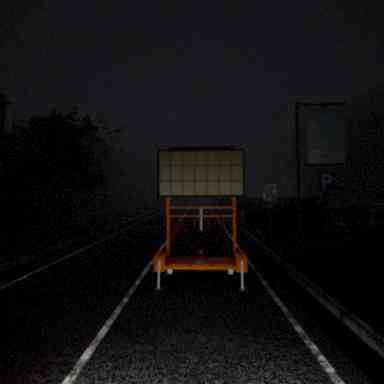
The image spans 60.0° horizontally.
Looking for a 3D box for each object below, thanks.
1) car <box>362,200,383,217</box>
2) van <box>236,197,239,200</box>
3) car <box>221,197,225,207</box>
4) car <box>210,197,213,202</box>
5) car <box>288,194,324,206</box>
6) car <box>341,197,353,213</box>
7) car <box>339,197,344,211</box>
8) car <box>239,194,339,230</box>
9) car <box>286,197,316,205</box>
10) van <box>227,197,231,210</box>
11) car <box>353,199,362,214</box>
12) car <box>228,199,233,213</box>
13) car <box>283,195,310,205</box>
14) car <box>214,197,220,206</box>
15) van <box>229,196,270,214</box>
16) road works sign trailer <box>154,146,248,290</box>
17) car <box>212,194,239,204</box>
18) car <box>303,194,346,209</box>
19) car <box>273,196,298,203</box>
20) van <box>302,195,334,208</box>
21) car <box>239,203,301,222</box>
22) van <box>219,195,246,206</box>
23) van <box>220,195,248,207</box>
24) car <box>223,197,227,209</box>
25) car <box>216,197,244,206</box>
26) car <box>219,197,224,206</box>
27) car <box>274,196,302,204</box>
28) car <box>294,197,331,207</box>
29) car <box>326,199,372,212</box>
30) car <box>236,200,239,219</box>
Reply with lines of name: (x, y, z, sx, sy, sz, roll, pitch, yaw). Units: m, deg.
car: (19.466, 1.353, 30.869, 5.566, 2.045, 2.435, 0, 0, 1)
van: (6.519, 1.439, 30.336, 4.442, 1.987, 1.878, 0, 0, 1)
car: (6.678, 1.771, 44.357, 4.674, 1.452, 2.002, 0, 0, 1)
car: (7.146, 1.454, 69.585, 5.566, 2.045, 2.435, 0, 0, 1)
car: (20.070, 1.404, 58.624, 5.566, 2.045, 2.435, 0, 0, 1)
car: (19.600, 1.637, 36.418, 5.008, 1.535, 2.097, 0, 0, 1)
car: (19.845, 1.645, 39.191, 5.366, 1.575, 1.946, 0, 0, 1)
car: (6.209, 1.362, 21.930, 5.566, 2.045, 2.435, 0, 0, 1)
car: (20.069, 1.681, 61.400, 4.792, 1.488, 2.163, 0, 0, 1)
van: (6.397, 1.475, 35.950, 4.442, 1.987, 1.878, 0, 0, 1)
car: (19.545, 1.623, 33.640, 4.892, 1.521, 2.231, 0, 0, 1)
car: (6.454, 1.683, 33.139, 5.008, 1.535, 2.097, 0, 0, 1)
car: (20.182, 1.521, 64.175, 4.553, 1.767, 2.185, 0, 0, 1)
car: (6.816, 1.481, 52.767, 5.566, 2.045, 2.435, 0, 0, 1)
van: (6.685, 1.486, 38.746, 4.442, 1.987, 1.878, 0, 0, 1)
road works sign trailer: (0.257, 0.542, 9.300, 2.380, 3.560, 2.880, 0, 0, 3)
car: (7.202, 1.450, 72.387, 5.566, 2.045, 2.435, 0, 0, 1)
car: (19.906, 1.417, 50.298, 5.566, 2.045, 2.435, 0, 0, 1)
car: (20.321, 1.635, 72.501, 4.892, 1.521, 2.231, 0, 0, 1)
van: (20.049, 1.438, 53.072, 4.442, 1.987, 1.878, 0, 0, 1)
car: (6.352, 1.688, 27.534, 4.674, 1.452, 2.002, 0, 0, 1)
van: (7.071, 1.497, 58.371, 4.442, 1.987, 1.878, 0, 0, 1)
van: (7.016, 1.501, 55.568, 4.442, 1.987, 1.878, 0, 0, 1)
car: (6.654, 1.755, 41.549, 4.792, 1.488, 2.163, 0, 0, 1)
car: (7.004, 1.720, 61.177, 4.892, 1.521, 2.231, 0, 0, 1)
car: (6.741, 1.735, 47.159, 4.892, 1.521, 2.231, 0, 0, 1)
car: (20.076, 1.636, 69.729, 5.366, 1.575, 1.946, 0, 0, 1)
car: (20.174, 1.656, 55.845, 5.366, 1.575, 1.946, 0, 0, 1)
car: (19.686, 1.691, 41.966, 4.792, 1.488, 2.163, 0, 0, 1)
car: (6.108, 1.629, 24.735, 5.366, 1.575, 1.946, 0, 0, 1)
